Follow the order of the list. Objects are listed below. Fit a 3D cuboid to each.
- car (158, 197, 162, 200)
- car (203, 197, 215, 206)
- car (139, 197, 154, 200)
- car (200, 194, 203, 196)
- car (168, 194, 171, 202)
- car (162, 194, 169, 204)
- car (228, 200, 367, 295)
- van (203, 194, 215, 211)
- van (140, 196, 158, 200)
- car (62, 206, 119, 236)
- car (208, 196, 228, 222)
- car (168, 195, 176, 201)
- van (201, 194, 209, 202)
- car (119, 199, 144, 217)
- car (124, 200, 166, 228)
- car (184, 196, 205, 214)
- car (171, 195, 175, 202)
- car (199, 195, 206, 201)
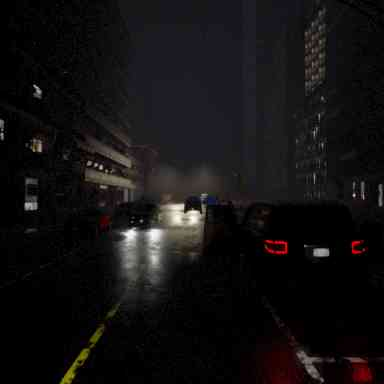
[{"bbox_3d":[-5.574,1.534,45.998,1.752,1.417,4.829,1,0,0],"label":"car"},{"bbox_3d":[2.831,1.593,57.286,1.802,1.307,4.206,1,0,0],"label":"car"},{"bbox_3d":[-5.600,1.556,35.028,2.008,1.369,4.403,1,0,0],"label":"car"},{"bbox_3d":[0.162,1.361,46.971,2.097,1.767,4.553,0,0,1],"label":"car"},{"bbox_3d":[-5.537,1.539,62.707,1.752,1.417,4.829,1,0,0],"label":"car"},{"bbox_3d":[-5.549,1.562,57.306,2.008,1.369,4.403,1,0,0],"label":"car"},{"bbox_3d":[2.414,1.222,8.875,2.150,2.045,5.566,0,0,0],"label":"car"},{"bbox_3d":[2.809,1.349,46.148,1.690,1.788,3.998,1,0,0],"label":"van"},{"bbox_3d":[-5.584,1.348,40.598,1.690,1.788,3.998,1,0,0],"label":"van"},{"bbox_3d":[-5.638,1.547,18.319,1.887,1.381,4.507,1,0,0],"label":"car"},{"bbox_3d":[2.770,1.444,29.439,1.967,1.590,4.097,1,0,0],"label":"car"},{"bbox_3d":[-5.474,1.570,90.724,1.887,1.381,4.507,1,0,0],"label":"car"},{"bbox_3d":[2.872,1.359,73.996,1.690,1.788,3.998,1,0,0],"label":"van"},{"bbox_3d":[-5.612,1.570,29.458,1.947,1.339,4.313,1,0,0],"label":"car"},{"bbox_3d":[-3.048,1.507,22.512,1.837,1.490,4.892,0,0,0],"label":"car"},{"bbox_3d":[0.145,1.508,35.938,1.837,1.490,4.892,0,-1,1],"label":"car"},{"bbox_3d":[-5.508,1.333,74.016,2.192,1.841,5.009,1,0,0],"label":"car"},{"bbox_3d":[2.907,1.551,90.874,1.752,1.417,4.829,1,0,0],"label":"car"}]
